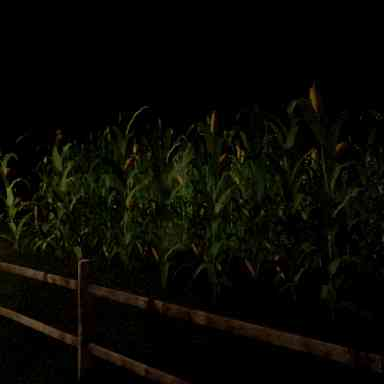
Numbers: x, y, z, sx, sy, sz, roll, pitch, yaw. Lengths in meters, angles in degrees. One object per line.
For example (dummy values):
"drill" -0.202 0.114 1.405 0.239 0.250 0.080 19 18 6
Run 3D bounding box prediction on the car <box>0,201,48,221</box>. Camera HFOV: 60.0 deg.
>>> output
"car" -12.490 1.370 24.599 1.895 1.301 4.718 0 1 38
